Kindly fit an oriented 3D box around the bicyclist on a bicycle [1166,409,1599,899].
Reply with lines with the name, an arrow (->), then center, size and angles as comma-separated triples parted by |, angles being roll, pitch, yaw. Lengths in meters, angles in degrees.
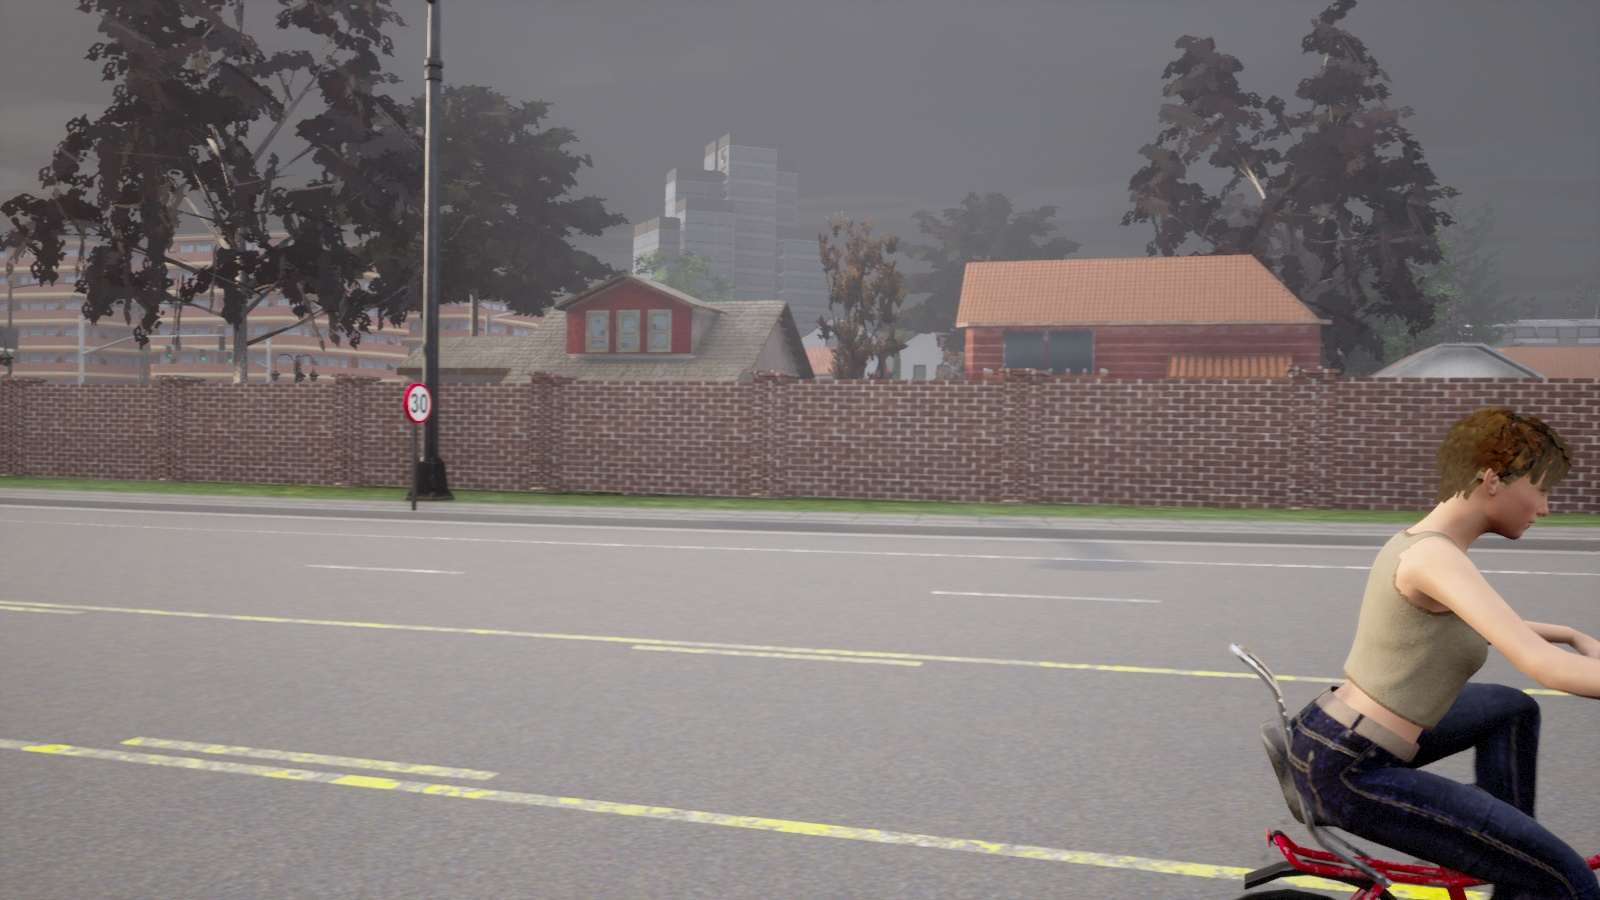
bicyclist on a bicycle -> 1.577, 0.727, 2.658 | 1.509, 1.612, 0.866 | 1, 1, 18
